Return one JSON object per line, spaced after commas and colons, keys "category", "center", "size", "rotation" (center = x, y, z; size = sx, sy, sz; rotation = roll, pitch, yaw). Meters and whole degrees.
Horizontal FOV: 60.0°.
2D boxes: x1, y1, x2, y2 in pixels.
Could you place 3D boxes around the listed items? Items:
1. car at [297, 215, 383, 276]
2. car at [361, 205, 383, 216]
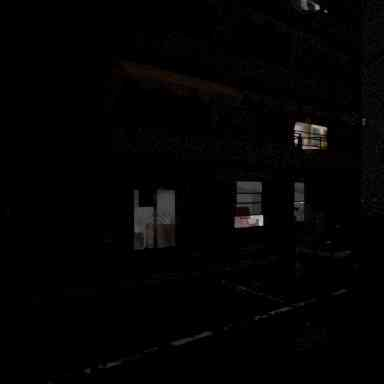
{"category": "car", "center": [5.042, 1.582, 10.230], "size": [4.206, 1.307, 1.802], "rotation": [0, 0, -36]}
{"category": "car", "center": [16.822, 1.888, 32.091], "size": [1.895, 1.301, 4.718], "rotation": [0, -1, -36]}
